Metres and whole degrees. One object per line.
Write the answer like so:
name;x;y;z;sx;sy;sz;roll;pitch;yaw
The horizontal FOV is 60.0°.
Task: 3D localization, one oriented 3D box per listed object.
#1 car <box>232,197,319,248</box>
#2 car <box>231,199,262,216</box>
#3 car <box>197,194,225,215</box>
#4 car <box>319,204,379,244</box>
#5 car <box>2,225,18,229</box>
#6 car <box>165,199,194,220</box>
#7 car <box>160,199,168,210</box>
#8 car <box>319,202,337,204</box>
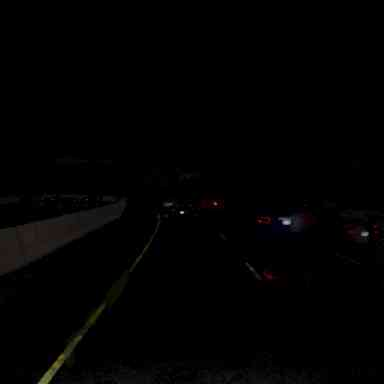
car;3.416;1.213;14.981;2.150;2.045;5.566;0;0;-2
car;5.422;1.506;33.617;1.812;1.442;4.674;0;0;-7
car;1.870;1.202;33.998;2.150;2.045;5.566;0;0;-7
car;6.878;1.517;15.730;1.812;1.442;4.674;0;0;-2
car;-10.913;1.590;17.763;1.895;1.301;4.718;0;0;-3
car;-0.967;1.547;27.651;1.994;1.385;4.181;0;0;-5
car;-3.049;1.576;42.938;1.895;1.301;4.718;0;0;-10
car;9.826;1.463;24.943;1.882;1.535;5.008;0;0;-4
